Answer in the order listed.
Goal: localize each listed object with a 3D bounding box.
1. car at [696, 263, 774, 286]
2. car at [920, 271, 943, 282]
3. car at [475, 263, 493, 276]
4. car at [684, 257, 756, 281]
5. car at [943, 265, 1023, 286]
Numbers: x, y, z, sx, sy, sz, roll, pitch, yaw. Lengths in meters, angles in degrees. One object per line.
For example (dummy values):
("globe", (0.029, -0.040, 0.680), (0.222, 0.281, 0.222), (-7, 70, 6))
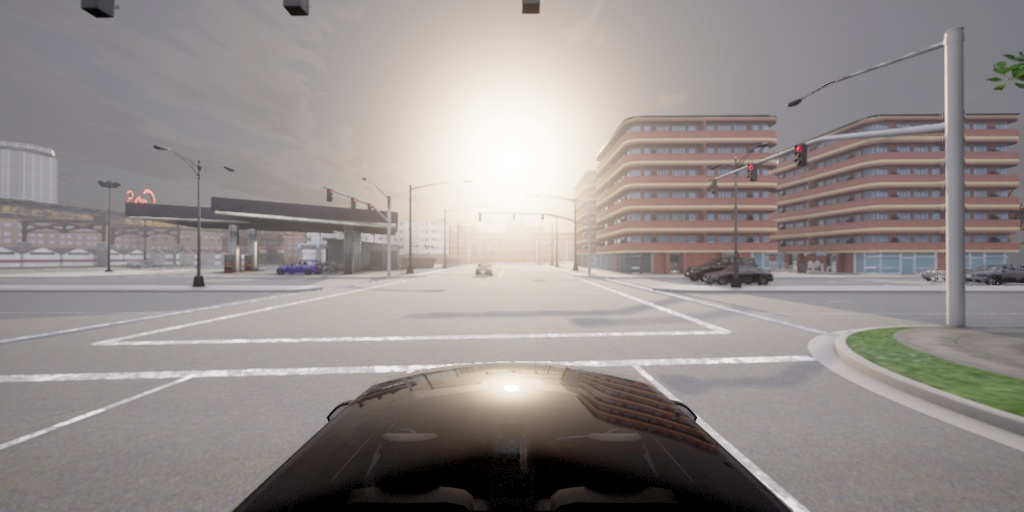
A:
("car", (16.379, 1.417, 26.072), (4.674, 1.442, 1.812), (0, 0, 0))
("car", (36.718, 1.511, 29.420), (4.718, 1.301, 1.895), (0, 0, 0))
("car", (-3.075, 1.518, 40.221), (2.128, 1.511, 4.902), (0, 1, -1))
("car", (17.282, 1.133, 29.574), (5.566, 2.045, 2.150), (0, 0, 0))
("car", (35.129, 1.381, 25.933), (4.902, 1.511, 2.128), (0, 0, 0))
